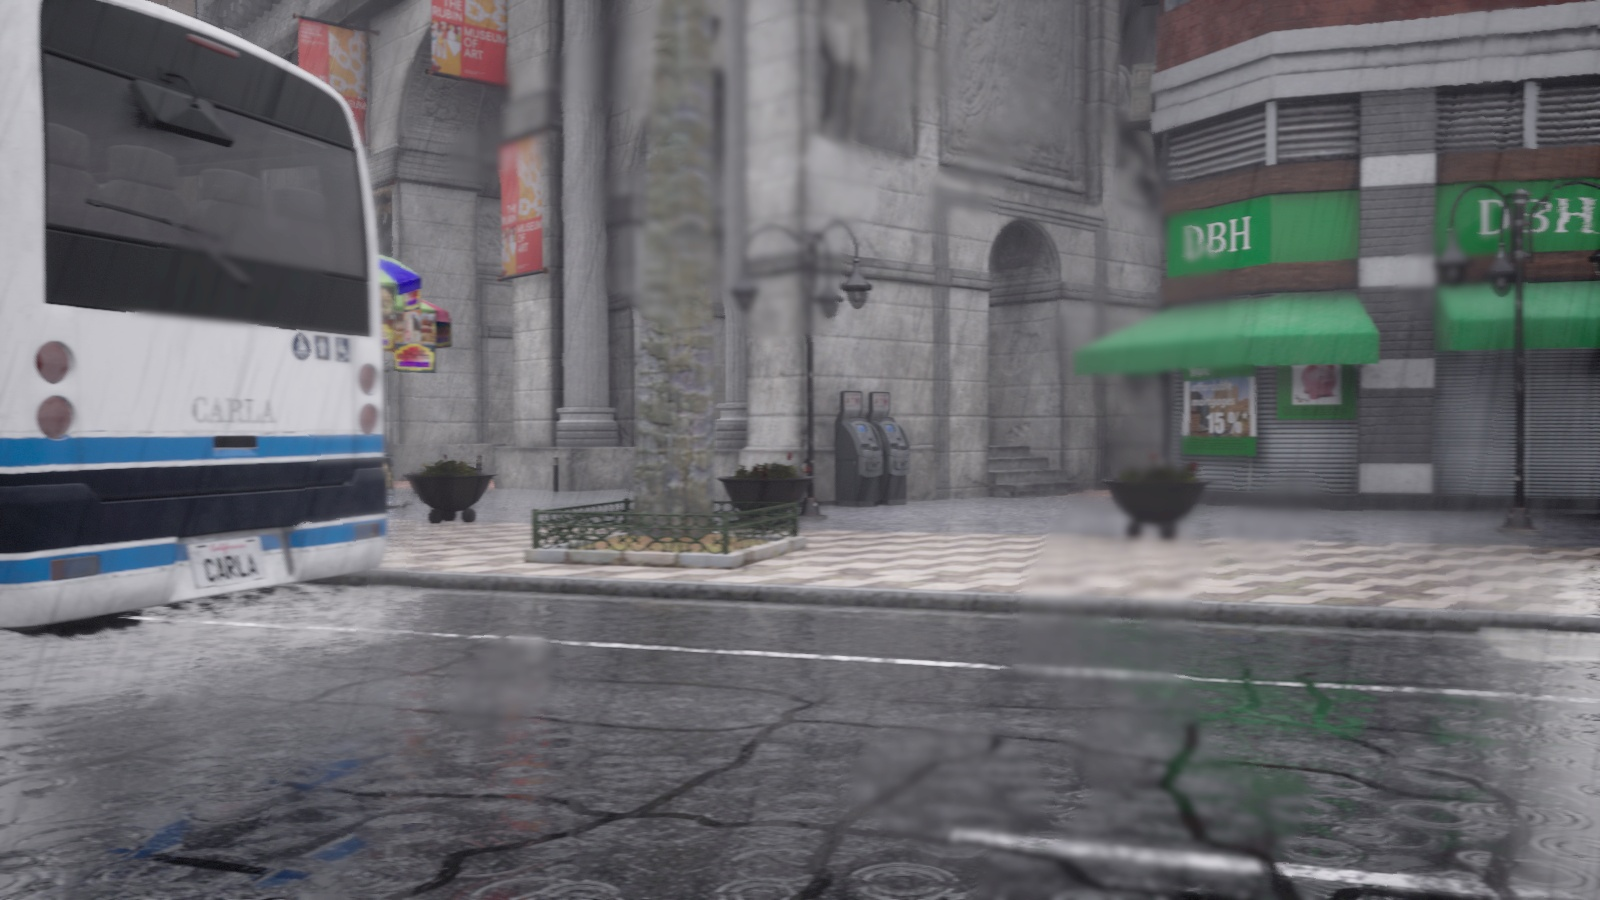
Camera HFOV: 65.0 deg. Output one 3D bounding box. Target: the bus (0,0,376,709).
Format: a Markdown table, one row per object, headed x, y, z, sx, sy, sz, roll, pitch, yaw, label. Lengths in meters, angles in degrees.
| x | y | z | sx | sy | sz | roll | pitch | yaw | label |
| --- | --- | --- | --- | --- | --- | --- | --- | --- | --- |
| -8.907 | -0.741 | 9.862 | 10.273 | 4.253 | 3.944 | 1 | 1 | 19 | bus |
